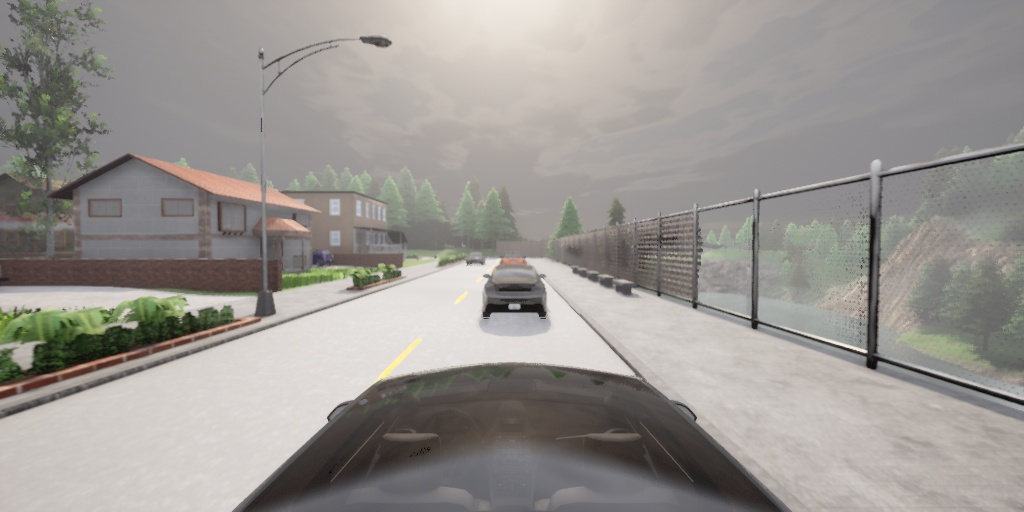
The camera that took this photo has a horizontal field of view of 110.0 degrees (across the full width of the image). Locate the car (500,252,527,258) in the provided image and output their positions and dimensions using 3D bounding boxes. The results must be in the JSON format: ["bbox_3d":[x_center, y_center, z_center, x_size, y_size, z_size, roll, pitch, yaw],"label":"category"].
[{"bbox_3d":[0.082,0.430,28.571,2.097,1.767,4.553,0,1,0],"label":"car"}]

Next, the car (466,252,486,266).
[{"bbox_3d":[-4.043,0.283,40.591,1.837,1.490,4.892,0,1,1],"label":"car"}]

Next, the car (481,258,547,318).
[{"bbox_3d":[0.078,1.004,11.748,1.837,1.490,4.892,0,2,0],"label":"car"}]
